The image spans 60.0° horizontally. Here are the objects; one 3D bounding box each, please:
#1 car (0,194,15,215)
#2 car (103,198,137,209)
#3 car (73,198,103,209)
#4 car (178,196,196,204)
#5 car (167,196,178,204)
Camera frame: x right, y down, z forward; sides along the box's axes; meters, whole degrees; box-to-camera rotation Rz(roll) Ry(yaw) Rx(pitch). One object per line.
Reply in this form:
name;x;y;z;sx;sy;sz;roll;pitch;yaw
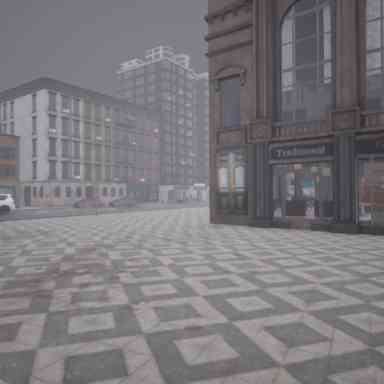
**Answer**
car;-19.643;1.214;31.195;2.150;2.045;5.566;-1;0;37
car;-9.481;1.521;45.400;1.994;1.385;4.181;-1;0;36
car;-13.909;1.554;44.806;1.994;1.385;4.181;-1;0;36
car;0.049;1.193;58.549;1.994;1.385;4.181;-1;0;36
car;-2.592;1.465;60.440;2.128;1.511;4.902;-1;0;36
